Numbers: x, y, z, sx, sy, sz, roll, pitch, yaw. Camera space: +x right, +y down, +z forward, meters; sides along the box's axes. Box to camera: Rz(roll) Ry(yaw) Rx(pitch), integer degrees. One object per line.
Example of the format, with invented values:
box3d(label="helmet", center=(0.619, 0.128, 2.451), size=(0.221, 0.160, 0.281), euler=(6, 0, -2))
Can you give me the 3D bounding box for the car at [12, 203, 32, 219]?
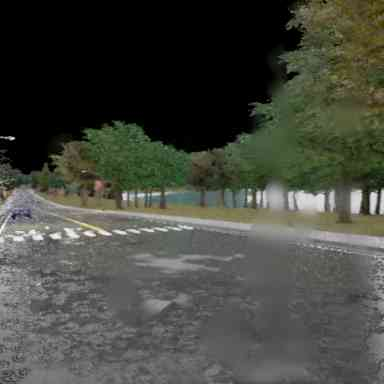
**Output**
box3d(label="car", center=(-23.067, 2.544, 45.090), size=(2.150, 2.045, 5.566), euler=(-1, -2, -28))
